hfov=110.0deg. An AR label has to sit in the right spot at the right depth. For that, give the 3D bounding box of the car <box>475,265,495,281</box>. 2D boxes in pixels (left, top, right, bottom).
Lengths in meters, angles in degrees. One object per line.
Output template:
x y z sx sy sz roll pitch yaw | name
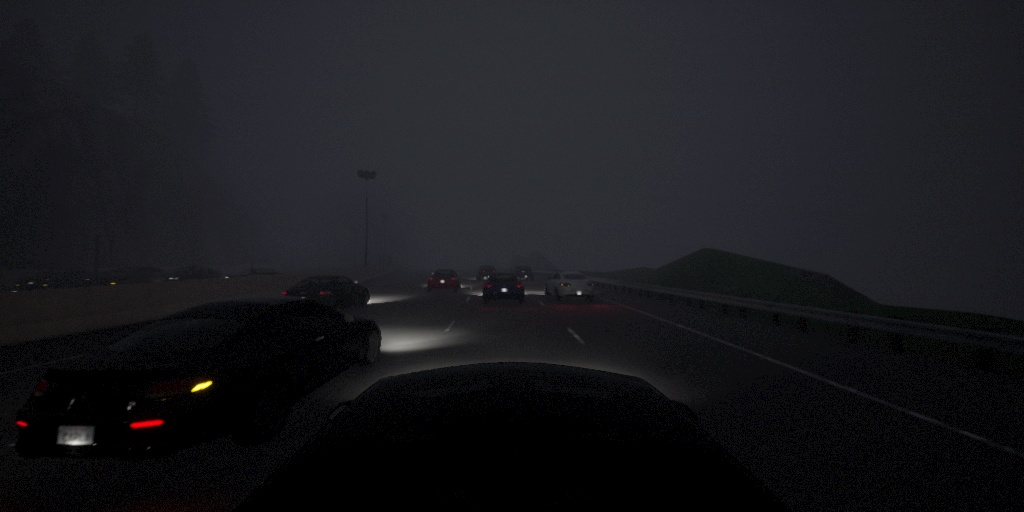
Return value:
-2.581 1.683 36.135 1.837 1.490 4.892 0 0 -9 | car

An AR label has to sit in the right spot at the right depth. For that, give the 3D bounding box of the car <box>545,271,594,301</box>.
2.957 1.508 18.928 1.812 1.442 4.674 0 -1 -4 | car

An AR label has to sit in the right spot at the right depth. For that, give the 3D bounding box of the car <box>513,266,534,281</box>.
0.948 1.699 36.196 1.837 1.490 4.892 1 -1 -9 | car

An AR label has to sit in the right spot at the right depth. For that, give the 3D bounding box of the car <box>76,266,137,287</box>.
-25.826 1.426 24.412 1.837 1.490 4.892 0 -1 -7 | car

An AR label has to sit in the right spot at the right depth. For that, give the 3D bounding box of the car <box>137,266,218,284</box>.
-22.354 1.435 24.817 2.128 1.511 4.902 0 -1 -7 | car

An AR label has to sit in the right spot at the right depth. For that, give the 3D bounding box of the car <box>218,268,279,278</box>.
-19.046 1.583 26.715 1.895 1.301 4.718 0 -1 -7 | car

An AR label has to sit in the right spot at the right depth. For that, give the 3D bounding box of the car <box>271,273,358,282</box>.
-7.265 1.442 14.279 1.994 1.385 4.181 0 -1 -3 | car

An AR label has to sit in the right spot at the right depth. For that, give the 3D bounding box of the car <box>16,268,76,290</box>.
-29.256 1.461 23.606 1.994 1.385 4.181 0 -1 -7 | car

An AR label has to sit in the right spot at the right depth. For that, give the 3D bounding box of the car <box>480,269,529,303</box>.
-0.484 1.522 18.154 1.994 1.385 4.181 0 -1 -4 | car

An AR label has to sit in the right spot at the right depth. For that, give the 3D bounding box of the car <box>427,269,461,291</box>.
-4.519 1.580 24.262 1.994 1.385 4.181 0 -1 -6 | car

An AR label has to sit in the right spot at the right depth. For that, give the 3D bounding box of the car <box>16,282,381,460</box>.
-3.500 1.304 5.190 1.812 1.442 4.674 0 -1 0 | car
